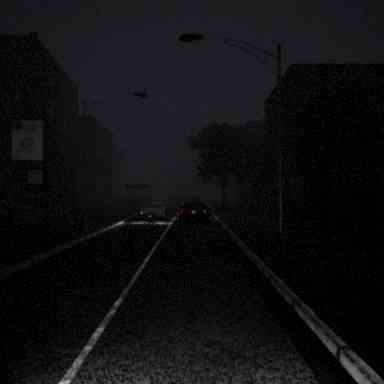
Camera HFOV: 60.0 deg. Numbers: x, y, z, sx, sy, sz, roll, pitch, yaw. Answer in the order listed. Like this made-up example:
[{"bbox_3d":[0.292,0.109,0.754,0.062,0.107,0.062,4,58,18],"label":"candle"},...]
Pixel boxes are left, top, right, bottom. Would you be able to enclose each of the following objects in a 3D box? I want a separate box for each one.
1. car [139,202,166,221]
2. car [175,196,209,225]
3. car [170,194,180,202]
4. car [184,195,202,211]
[{"bbox_3d":[-3.161,1.551,27.366,1.812,1.442,4.674,0,0,0],"label":"car"},{"bbox_3d":[0.103,1.378,24.256,2.097,1.767,4.553,0,0,0],"label":"car"},{"bbox_3d":[-3.352,1.157,67.927,1.882,1.535,5.008,0,1,0],"label":"car"},{"bbox_3d":[0.100,1.316,41.743,2.097,1.767,4.553,0,0,0],"label":"car"}]
